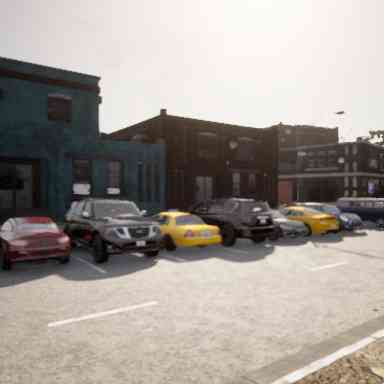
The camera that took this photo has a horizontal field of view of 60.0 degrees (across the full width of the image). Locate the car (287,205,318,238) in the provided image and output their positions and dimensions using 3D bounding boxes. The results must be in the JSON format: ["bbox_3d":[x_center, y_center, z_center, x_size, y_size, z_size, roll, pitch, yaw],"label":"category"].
[{"bbox_3d":[3.680,1.580,17.588,2.231,1.521,4.892,1,0,-35],"label":"car"}]

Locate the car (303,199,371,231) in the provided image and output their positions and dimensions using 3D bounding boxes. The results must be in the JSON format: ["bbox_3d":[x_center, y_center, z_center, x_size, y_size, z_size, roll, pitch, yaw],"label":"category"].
[{"bbox_3d":[8.195,1.499,20.833,2.185,1.767,4.553,1,0,-35],"label":"car"}]

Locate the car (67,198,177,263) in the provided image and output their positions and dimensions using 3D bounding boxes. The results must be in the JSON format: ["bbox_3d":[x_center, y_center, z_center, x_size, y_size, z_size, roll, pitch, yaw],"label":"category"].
[{"bbox_3d":[-3.192,1.259,12.653,2.435,2.045,5.566,1,0,-35],"label":"car"}]

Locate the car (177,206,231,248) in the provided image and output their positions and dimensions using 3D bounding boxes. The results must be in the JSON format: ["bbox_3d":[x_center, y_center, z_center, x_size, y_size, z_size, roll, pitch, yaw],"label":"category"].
[{"bbox_3d":[-0.951,1.530,14.511,1.946,1.575,5.366,1,0,-35],"label":"car"}]

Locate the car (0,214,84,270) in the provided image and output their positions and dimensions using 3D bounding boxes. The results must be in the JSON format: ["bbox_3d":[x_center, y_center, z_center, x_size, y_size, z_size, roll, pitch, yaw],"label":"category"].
[{"bbox_3d":[-5.422,1.530,11.096,2.002,1.452,4.674,0,0,-35],"label":"car"}]

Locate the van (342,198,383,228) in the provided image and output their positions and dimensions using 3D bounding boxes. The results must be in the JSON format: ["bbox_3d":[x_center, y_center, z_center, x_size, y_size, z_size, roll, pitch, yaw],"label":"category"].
[{"bbox_3d":[12.709,1.438,23.865,1.878,1.987,4.442,0,0,-35],"label":"van"}]

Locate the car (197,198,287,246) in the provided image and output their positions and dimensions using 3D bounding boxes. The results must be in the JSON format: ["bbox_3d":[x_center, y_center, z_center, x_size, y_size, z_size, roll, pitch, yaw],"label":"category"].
[{"bbox_3d":[1.406,1.305,15.997,2.435,2.045,5.566,1,0,-35],"label":"car"}]

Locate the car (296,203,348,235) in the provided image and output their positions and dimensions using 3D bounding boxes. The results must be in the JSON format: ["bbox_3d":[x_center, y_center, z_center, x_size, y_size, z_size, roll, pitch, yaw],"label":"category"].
[{"bbox_3d":[5.850,1.601,19.118,2.097,1.535,5.008,1,0,-35],"label":"car"}]
